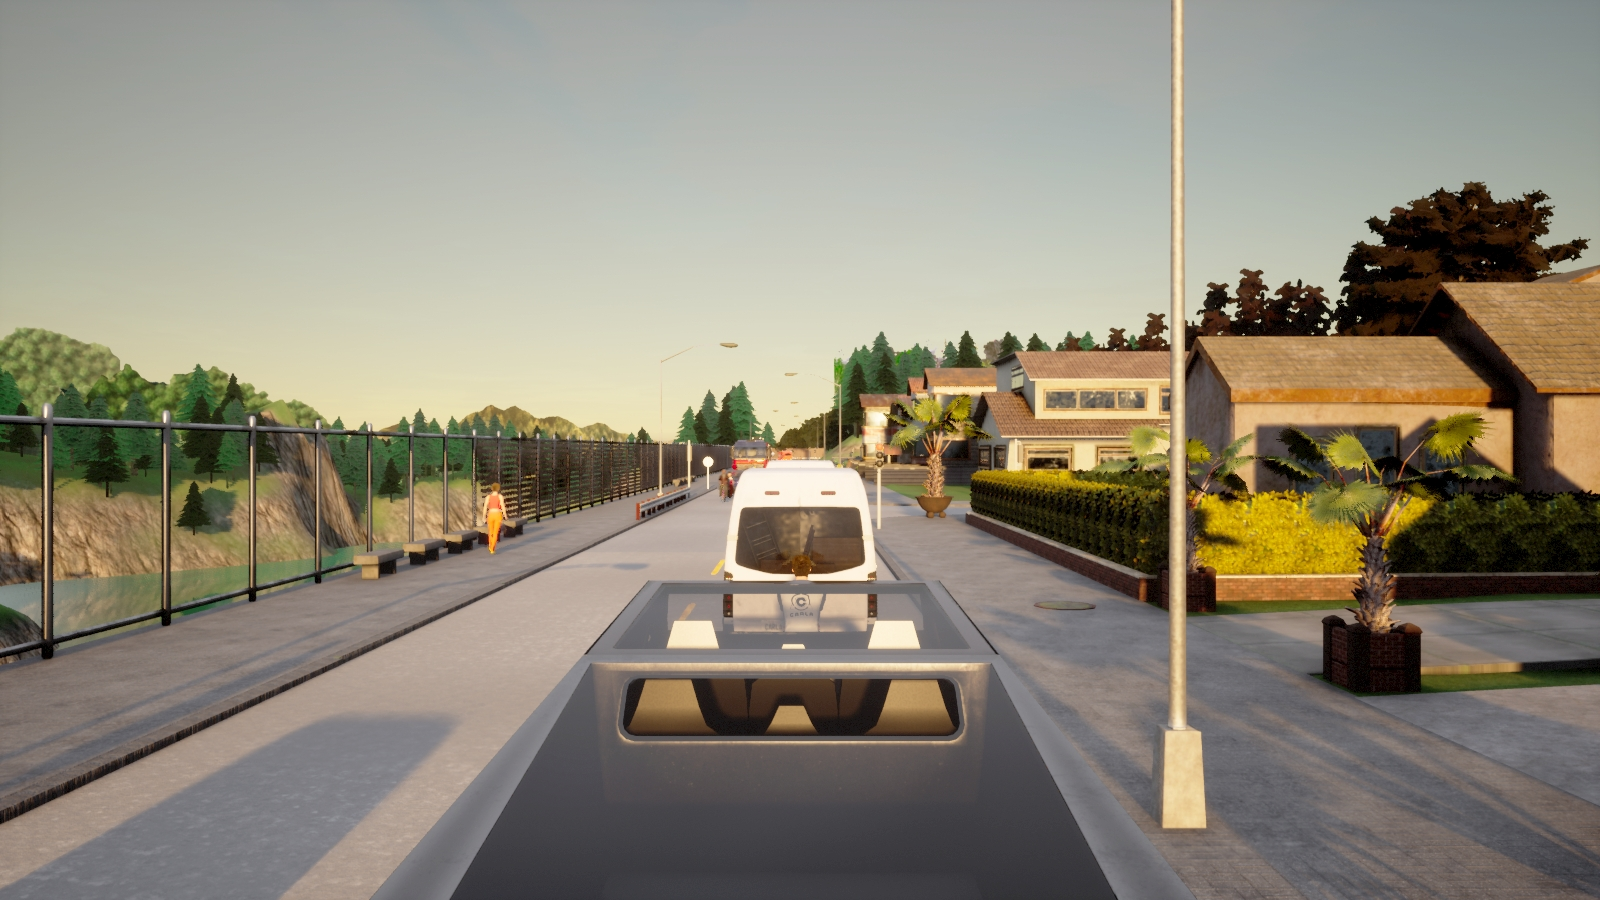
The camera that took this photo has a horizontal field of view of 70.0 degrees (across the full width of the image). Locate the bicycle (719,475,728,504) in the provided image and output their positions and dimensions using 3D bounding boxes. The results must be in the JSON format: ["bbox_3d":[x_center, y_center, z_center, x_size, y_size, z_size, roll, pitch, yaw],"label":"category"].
[{"bbox_3d":[-3.972,2.037,59.251,0.329,1.471,1.835,0,0,0],"label":"bicycle"}]

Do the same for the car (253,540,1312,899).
[{"bbox_3d":[-0.034,1.751,5.716,2.390,2.098,6.274,0,0,0],"label":"car"}]

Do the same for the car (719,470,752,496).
[{"bbox_3d":[-3.974,2.010,71.041,1.845,1.501,3.633,0,0,0],"label":"car"}]

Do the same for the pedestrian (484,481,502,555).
[{"bbox_3d":[-7.858,1.733,29.239,0.375,1.860,0.375,0,0,0],"label":"pedestrian"}]

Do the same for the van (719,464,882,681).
[{"bbox_3d":[0.009,1.528,16.844,1.988,2.561,5.915,0,0,0],"label":"van"}]

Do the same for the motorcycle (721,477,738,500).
[{"bbox_3d":[-3.976,2.160,64.537,0.803,1.199,2.033,0,0,0],"label":"motorcycle"}]
